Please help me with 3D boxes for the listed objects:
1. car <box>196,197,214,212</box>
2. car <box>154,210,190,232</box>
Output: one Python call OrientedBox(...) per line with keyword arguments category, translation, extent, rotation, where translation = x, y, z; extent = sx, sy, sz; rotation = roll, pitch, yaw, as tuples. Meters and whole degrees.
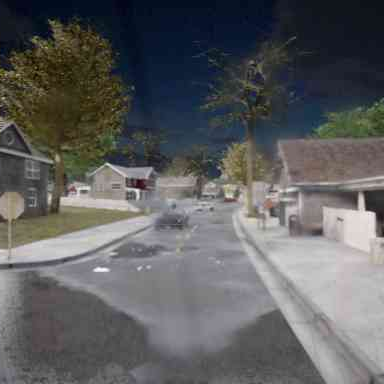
OrientedBox(category="car", translation=(1.954, 1.787, 48.849), extent=(2.150, 2.045, 5.566), rotation=(-1, -1, 9))
OrientedBox(category="car", translation=(-1.278, 1.871, 22.361), extent=(1.895, 1.301, 4.718), rotation=(-1, -1, 5))
